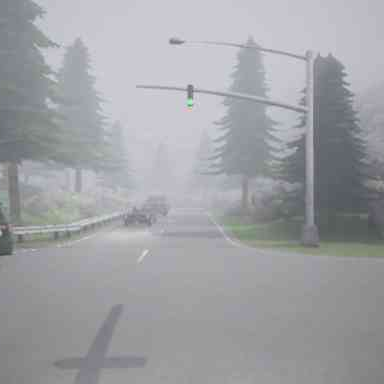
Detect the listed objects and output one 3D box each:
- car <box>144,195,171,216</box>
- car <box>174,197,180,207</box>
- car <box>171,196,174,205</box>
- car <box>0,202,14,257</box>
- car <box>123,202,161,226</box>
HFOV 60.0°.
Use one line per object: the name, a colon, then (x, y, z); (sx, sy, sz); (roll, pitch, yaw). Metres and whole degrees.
car: (-3.590, 1.313, 33.789); (2.150, 2.045, 5.566); (0, 0, -1)
car: (-3.924, 1.499, 54.551); (2.097, 1.767, 4.553); (0, 0, -35)
car: (-3.880, 1.624, 44.217); (1.837, 1.490, 4.892); (0, 0, -8)
car: (-8.084, 1.237, 9.538); (5.566, 2.045, 2.150); (0, -1, 6)
car: (-3.598, 1.665, 23.879); (1.895, 1.301, 4.718); (0, 0, 0)
